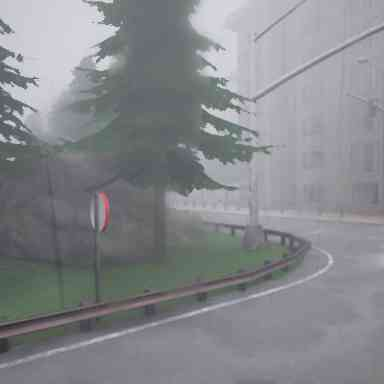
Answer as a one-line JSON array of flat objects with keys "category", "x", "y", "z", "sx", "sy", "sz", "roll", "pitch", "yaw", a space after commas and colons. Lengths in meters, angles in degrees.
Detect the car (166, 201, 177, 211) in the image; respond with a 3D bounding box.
[{"category": "car", "x": -3.143, "y": 1.168, "z": 27.302, "sx": 2.097, "sy": 1.767, "sz": 4.553, "roll": -1, "pitch": 1, "yaw": -36}]
